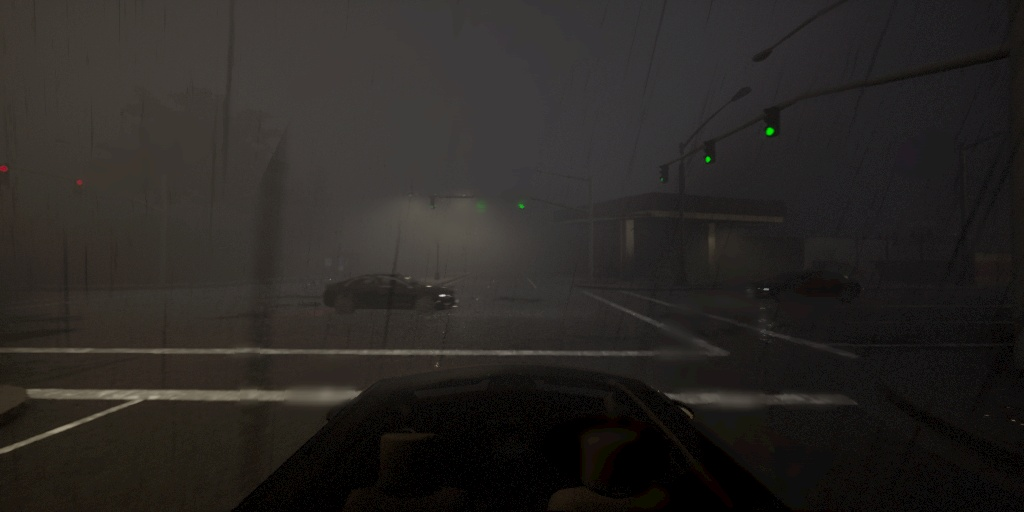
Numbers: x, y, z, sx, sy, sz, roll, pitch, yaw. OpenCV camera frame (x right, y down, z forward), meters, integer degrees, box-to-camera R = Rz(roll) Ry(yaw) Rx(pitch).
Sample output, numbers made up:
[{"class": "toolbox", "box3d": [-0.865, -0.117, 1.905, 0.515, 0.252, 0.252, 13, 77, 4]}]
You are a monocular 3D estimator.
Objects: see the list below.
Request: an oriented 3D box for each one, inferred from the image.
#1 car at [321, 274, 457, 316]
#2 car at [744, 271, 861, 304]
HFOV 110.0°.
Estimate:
[{"class": "car", "box3d": [-4.545, 1.417, 13.582, 4.902, 1.511, 2.128, 0, -1, 1]}, {"class": "car", "box3d": [13.859, 1.453, 17.252, 4.892, 1.490, 1.837, 0, -1, -1]}]
